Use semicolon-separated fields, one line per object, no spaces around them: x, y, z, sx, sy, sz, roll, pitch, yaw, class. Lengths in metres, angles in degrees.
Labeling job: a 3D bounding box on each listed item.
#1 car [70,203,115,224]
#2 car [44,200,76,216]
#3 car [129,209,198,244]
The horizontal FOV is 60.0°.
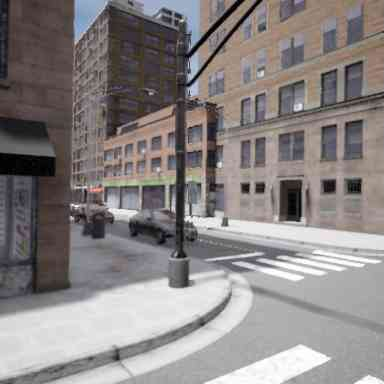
-7.224;1.533;24.337;1.812;1.442;4.674;1;-1;-35;car
-12.934;1.544;32.497;1.994;1.385;4.181;1;-1;-35;car
-1.555;1.565;16.279;1.812;1.442;4.674;1;-1;-34;car
